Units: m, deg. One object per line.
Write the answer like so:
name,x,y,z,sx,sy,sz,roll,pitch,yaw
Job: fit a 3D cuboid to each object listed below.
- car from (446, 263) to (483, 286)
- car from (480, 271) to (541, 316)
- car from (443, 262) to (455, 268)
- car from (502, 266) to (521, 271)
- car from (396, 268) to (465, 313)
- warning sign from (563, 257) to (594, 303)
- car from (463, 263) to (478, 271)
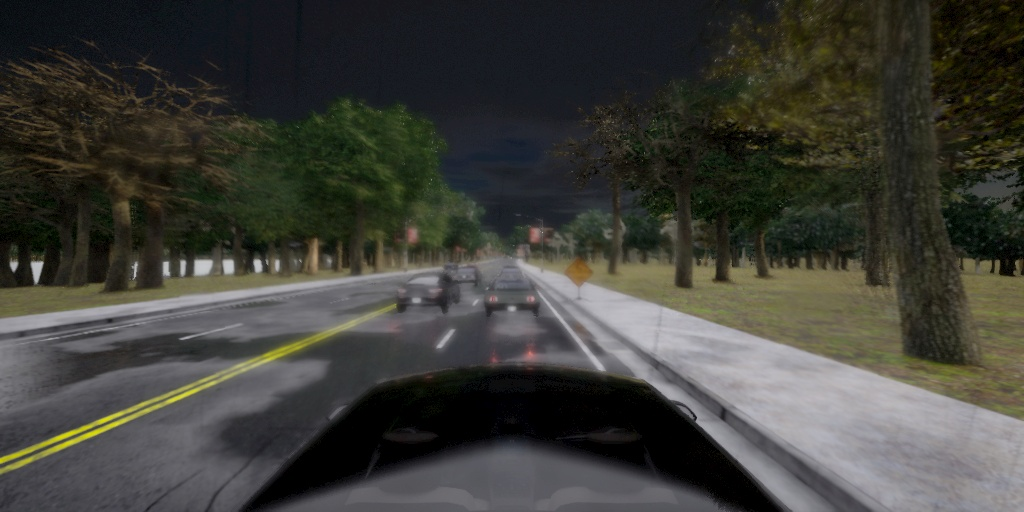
car,-3.304,1.499,27.270,2.033,1.411,5.357,0,0,0
car,0.018,1.444,13.842,1.895,1.301,4.718,0,0,0
car,-10.139,1.770,59.747,2.033,1.411,5.357,0,0,0
car,-0.055,1.499,27.339,2.033,1.411,5.357,0,0,0
car,-3.228,1.374,14.412,1.812,1.442,4.674,0,-1,0
warning sign,2.825,0.968,15.106,1.300,1.860,1.060,0,0,0
car,-6.897,1.825,59.855,1.895,1.301,4.718,0,0,0
